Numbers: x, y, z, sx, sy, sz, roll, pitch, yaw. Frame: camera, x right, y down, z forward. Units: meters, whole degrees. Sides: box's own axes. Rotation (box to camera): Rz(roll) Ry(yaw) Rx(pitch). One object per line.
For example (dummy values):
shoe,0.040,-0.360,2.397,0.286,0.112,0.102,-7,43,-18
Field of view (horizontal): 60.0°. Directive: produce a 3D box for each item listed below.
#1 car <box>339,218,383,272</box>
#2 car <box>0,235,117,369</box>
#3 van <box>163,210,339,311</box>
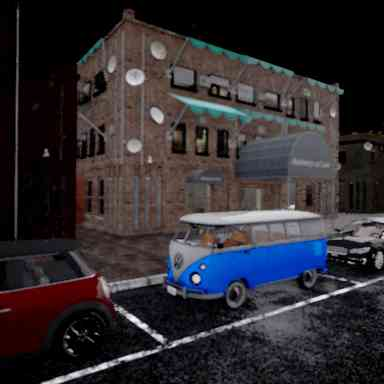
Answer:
car,5.846,1.539,10.721,4.403,1.369,2.008,0,1,-36
car,-3.177,1.440,4.280,4.097,1.590,1.967,0,1,-36
van,1.335,1.335,7.498,3.998,1.788,1.690,0,1,-36
